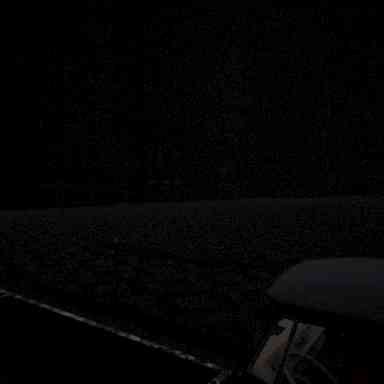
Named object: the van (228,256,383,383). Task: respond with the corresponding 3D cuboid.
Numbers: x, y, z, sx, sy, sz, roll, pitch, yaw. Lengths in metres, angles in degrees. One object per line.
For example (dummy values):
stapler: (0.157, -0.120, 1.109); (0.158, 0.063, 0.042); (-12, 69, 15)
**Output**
van: (2.012, 1.341, 1.428); (3.998, 1.788, 1.690); (0, -1, 35)
